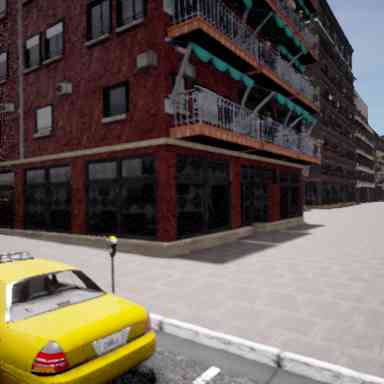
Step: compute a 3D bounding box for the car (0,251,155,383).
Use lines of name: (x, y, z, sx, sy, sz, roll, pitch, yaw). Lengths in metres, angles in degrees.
car: (-2.721, 1.544, 4.839, 4.829, 1.417, 1.752, 0, -1, 36)
